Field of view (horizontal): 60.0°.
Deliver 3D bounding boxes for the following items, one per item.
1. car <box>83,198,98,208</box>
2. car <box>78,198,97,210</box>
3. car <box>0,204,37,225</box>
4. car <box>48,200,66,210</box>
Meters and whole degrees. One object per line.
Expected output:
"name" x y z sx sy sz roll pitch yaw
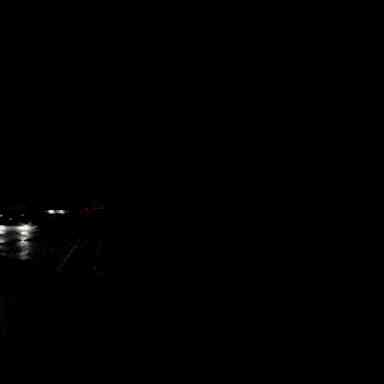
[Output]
"car" -16.949 1.765 55.646 2.128 1.511 4.902 0 -1 -14
"car" -14.482 1.682 45.522 1.837 1.490 4.892 0 0 -14
"car" -13.398 1.654 25.856 1.812 1.442 4.674 0 0 -13
"car" -17.876 1.712 44.464 1.994 1.385 4.181 0 0 -13
